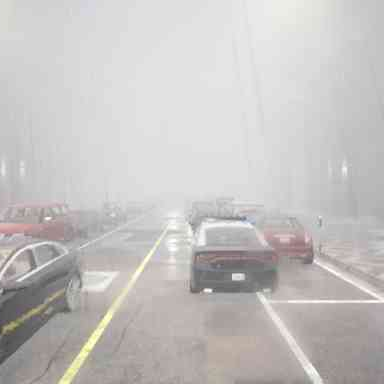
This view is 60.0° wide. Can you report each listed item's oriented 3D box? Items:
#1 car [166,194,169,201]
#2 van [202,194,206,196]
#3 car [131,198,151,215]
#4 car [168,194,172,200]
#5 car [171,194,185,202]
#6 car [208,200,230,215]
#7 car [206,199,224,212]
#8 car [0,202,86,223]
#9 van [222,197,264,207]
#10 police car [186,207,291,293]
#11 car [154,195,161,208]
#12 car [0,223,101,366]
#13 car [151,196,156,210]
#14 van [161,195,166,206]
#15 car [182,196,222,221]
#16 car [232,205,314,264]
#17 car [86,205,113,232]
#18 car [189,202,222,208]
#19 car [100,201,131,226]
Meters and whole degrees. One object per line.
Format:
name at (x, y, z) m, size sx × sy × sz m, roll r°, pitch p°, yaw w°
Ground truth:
car at (-5.836, 1.591, 62.354) m, size 1.752 × 1.417 × 4.829 m, roll 0°, pitch 0°, yaw 0°
van at (2.710, 1.389, 45.637) m, size 1.690 × 1.788 × 3.998 m, roll 0°, pitch 0°, yaw 0°
car at (-5.802, 1.586, 34.342) m, size 2.008 × 1.369 × 4.403 m, roll 0°, pitch 0°, yaw 0°
car at (-5.863, 1.413, 85.069) m, size 2.192 × 1.841 × 5.009 m, roll 0°, pitch 0°, yaw 0°
car at (-3.093, 1.685, 76.527) m, size 1.895 × 1.301 × 4.718 m, roll 0°, pitch 0°, yaw 0°
car at (2.723, 1.602, 34.363) m, size 1.947 × 1.339 × 4.313 m, roll 0°, pitch 0°, yaw 0°
car at (2.716, 1.608, 40.000) m, size 1.947 × 1.339 × 4.313 m, roll 0°, pitch 0°, yaw 0°
car at (-5.773, 1.327, 11.797) m, size 2.192 × 1.841 × 5.009 m, roll 0°, pitch 0°, yaw 0°
van at (2.745, 1.359, 17.453) m, size 1.690 × 1.788 × 3.998 m, roll 0°, pitch 0°, yaw 0°
police car at (0.889, 1.435, 8.995) m, size 1.930 × 1.638 × 5.238 m, roll 0°, pitch 0°, yaw 0°
car at (-5.815, 1.488, 45.615) m, size 1.967 × 1.590 × 4.097 m, roll 0°, pitch 0°, yaw 0°
car at (-3.106, 1.496, 4.840) m, size 2.128 × 1.511 × 4.902 m, roll 0°, pitch 0°, yaw 0°
car at (-5.808, 1.567, 39.808) m, size 1.752 × 1.417 × 4.829 m, roll 0°, pitch 0°, yaw 0°
van at (-5.829, 1.401, 56.888) m, size 1.690 × 1.788 × 3.998 m, roll 0°, pitch 0°, yaw 0°
car at (0.620, 1.377, 24.765) m, size 2.097 × 1.767 × 4.553 m, roll 0°, pitch 0°, yaw -5°
car at (2.751, 1.452, 11.817) m, size 1.967 × 1.590 × 4.097 m, roll 0°, pitch 0°, yaw 0°
car at (-5.781, 1.584, 17.433) m, size 1.947 × 1.339 × 4.313 m, roll 0°, pitch 0°, yaw 0°
car at (0.877, 1.525, 18.885) m, size 1.837 × 1.490 × 4.892 m, roll 0°, pitch 0°, yaw 0°
car at (-5.788, 1.464, 23.070) m, size 1.967 × 1.590 × 4.097 m, roll 0°, pitch 0°, yaw 0°
